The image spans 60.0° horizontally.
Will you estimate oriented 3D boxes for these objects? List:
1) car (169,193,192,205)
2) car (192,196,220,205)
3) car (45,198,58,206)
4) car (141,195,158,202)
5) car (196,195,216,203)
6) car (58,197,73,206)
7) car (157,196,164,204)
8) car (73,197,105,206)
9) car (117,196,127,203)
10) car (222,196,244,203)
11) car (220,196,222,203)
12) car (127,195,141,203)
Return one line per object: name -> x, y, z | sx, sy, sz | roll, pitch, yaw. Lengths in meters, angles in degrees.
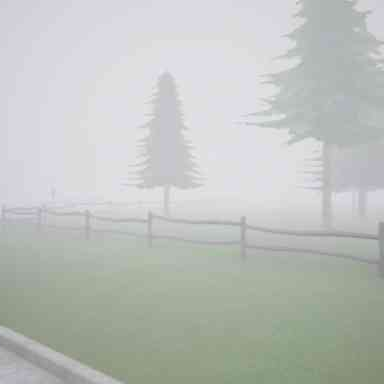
car -> -1.204, 1.285, 58.733 | 2.150, 2.045, 5.566 | 0, -1, 39
car -> 2.406, 1.623, 57.718 | 1.994, 1.385, 4.181 | 0, 0, 36
car -> -23.444, 1.650, 59.307 | 2.033, 1.411, 5.357 | 0, 0, 35
car -> -7.863, 1.448, 69.260 | 1.812, 1.442, 4.674 | 0, 0, 36
car -> 3.010, 1.492, 70.578 | 1.882, 1.535, 5.008 | 0, 0, 36
car -> -20.343, 1.660, 57.680 | 1.994, 1.385, 4.181 | 0, 0, 35
car -> -3.554, 1.565, 61.425 | 2.128, 1.511, 4.902 | 0, 0, 36
car -> -16.953, 1.581, 56.445 | 2.128, 1.511, 4.902 | 0, 0, 35
car -> -14.137, 1.521, 72.529 | 1.837, 1.490, 4.892 | 0, 0, 36
car -> 8.650, 1.607, 66.432 | 2.033, 1.411, 5.357 | 0, 0, 36
car -> 5.830, 1.525, 68.505 | 1.882, 1.535, 5.008 | 0, 0, 36
car -> -11.008, 1.331, 70.884 | 2.097, 1.767, 4.553 | 0, 0, 36
